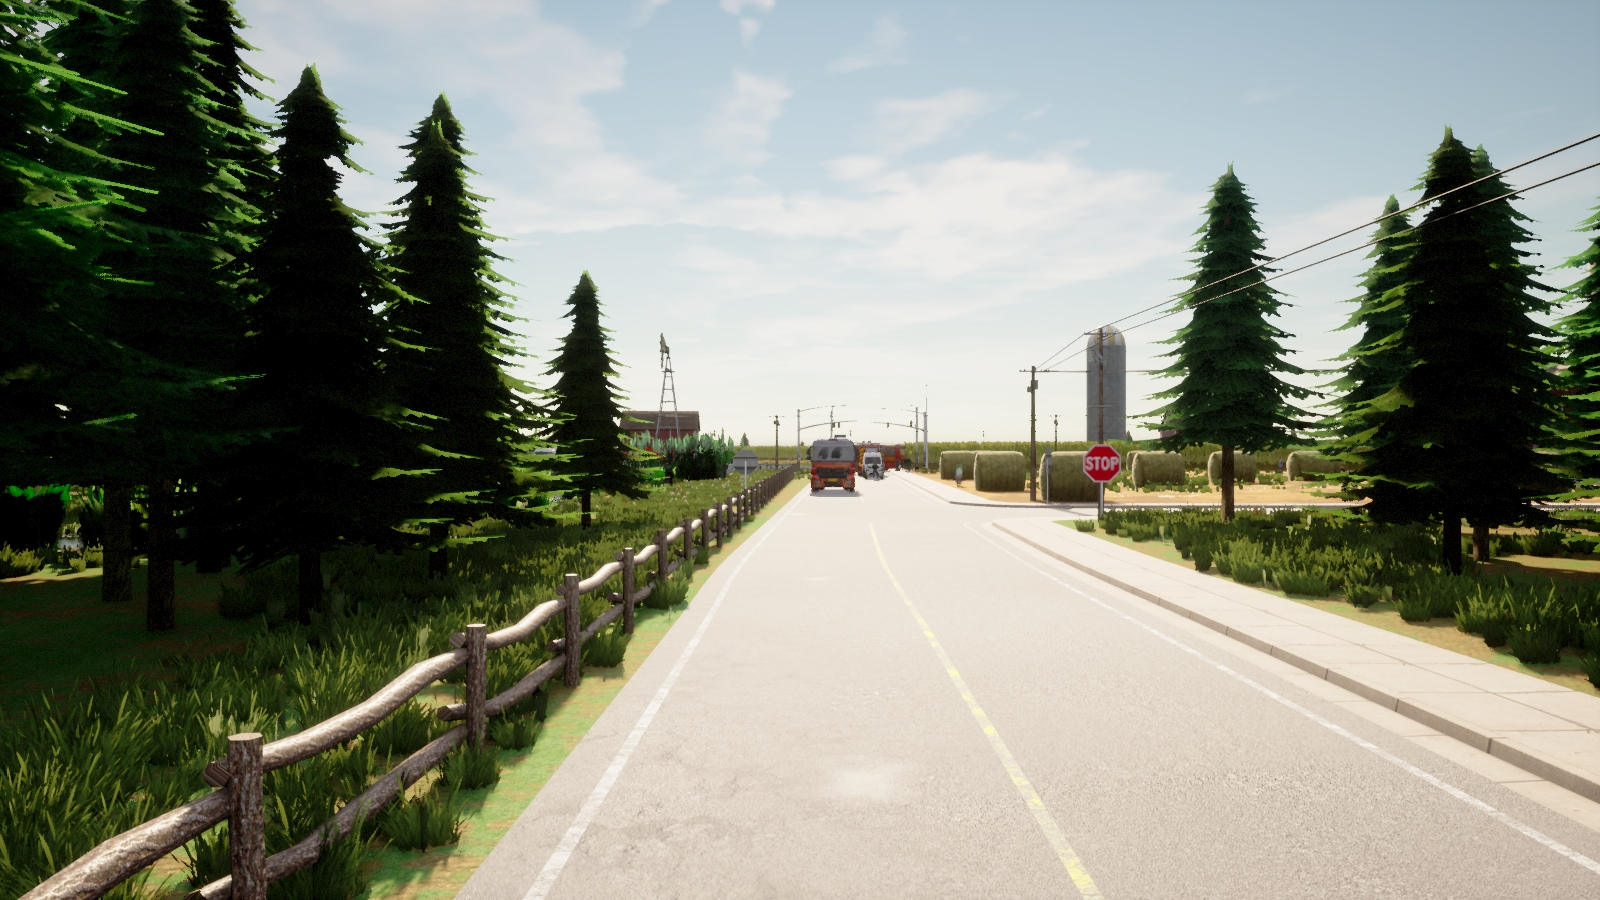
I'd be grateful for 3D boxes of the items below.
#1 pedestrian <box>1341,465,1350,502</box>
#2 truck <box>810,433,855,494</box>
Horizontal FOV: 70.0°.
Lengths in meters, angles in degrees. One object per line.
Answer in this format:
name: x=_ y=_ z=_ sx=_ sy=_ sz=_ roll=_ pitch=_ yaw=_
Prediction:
pedestrian: x=27.615 y=1.691 z=57.861 sx=0.375 sy=1.860 sz=0.375 roll=0 pitch=0 yaw=20
truck: x=2.234 y=0.855 z=76.744 sx=2.891 sy=3.827 sz=8.468 roll=0 pitch=0 yaw=2
